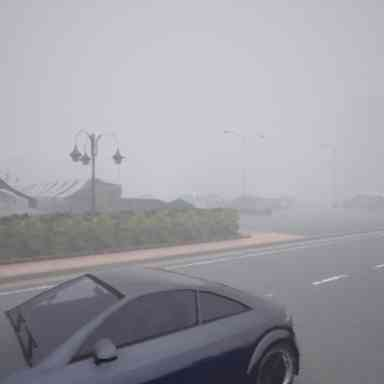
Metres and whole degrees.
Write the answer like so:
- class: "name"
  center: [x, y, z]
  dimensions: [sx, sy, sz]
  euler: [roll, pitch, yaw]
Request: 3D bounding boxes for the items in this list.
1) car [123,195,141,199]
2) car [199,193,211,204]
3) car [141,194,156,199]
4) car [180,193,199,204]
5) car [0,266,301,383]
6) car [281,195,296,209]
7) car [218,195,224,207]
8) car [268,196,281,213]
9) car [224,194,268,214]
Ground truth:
- class: "car"
  center: [-9.269, 1.427, 46.971]
  dimensions: [1.784, 1.438, 3.905]
  euler: [0, 0, -35]
- class: "car"
  center: [1.472, 1.224, 75.843]
  dimensions: [1.932, 1.855, 4.605]
  euler: [0, 0, -35]
- class: "car"
  center: [-6.863, 1.217, 48.585]
  dimensions: [1.932, 1.855, 4.605]
  euler: [0, 0, -35]
- class: "car"
  center: [-0.927, 1.226, 74.222]
  dimensions: [1.905, 1.878, 3.866]
  euler: [0, 0, -35]
- class: "car"
  center: [-0.814, 1.564, 3.401]
  dimensions: [4.181, 1.385, 1.994]
  euler: [0, 0, -35]
- class: "car"
  center: [10.876, 1.462, 42.707]
  dimensions: [1.970, 1.475, 3.806]
  euler: [0, 0, -35]
- class: "car"
  center: [6.907, 1.464, 58.378]
  dimensions: [1.970, 1.475, 3.806]
  euler: [0, 0, -35]
- class: "car"
  center: [8.508, 1.429, 41.042]
  dimensions: [1.784, 1.438, 3.905]
  euler: [0, 0, -35]
- class: "car"
  center: [6.342, 1.218, 39.458]
  dimensions: [1.932, 1.855, 4.605]
  euler: [0, 0, -35]
